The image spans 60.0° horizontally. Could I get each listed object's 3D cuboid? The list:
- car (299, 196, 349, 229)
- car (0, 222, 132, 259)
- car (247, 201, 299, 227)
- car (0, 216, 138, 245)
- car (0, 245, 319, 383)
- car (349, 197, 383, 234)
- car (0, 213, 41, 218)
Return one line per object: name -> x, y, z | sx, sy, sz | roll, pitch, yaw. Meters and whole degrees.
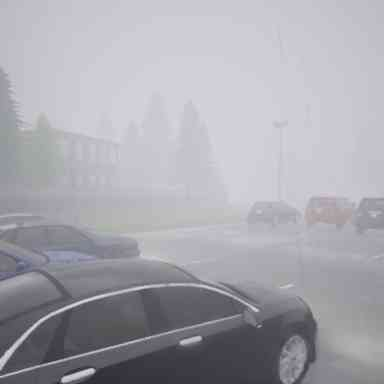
car -> 9.495, 1.296, 22.439 | 2.150, 2.045, 5.566 | 0, 0, 40
car -> -3.754, 1.479, 5.537 | 5.008, 1.535, 1.882 | 1, 0, -36
car -> 5.921, 1.418, 23.757 | 2.097, 1.767, 4.553 | 0, 0, 44
car -> -4.177, 1.555, 9.479 | 5.357, 1.411, 2.033 | 0, 0, -39
car -> -0.578, 1.510, 3.565 | 4.892, 1.490, 1.837 | 1, 0, -38
car -> 10.982, 1.293, 18.810 | 2.150, 2.045, 5.566 | 0, 0, 41
car -> -6.082, 1.536, 12.548 | 4.674, 1.442, 1.812 | 0, 0, -38
